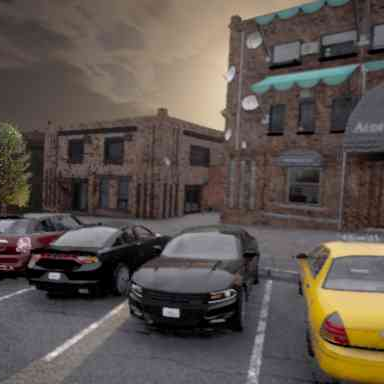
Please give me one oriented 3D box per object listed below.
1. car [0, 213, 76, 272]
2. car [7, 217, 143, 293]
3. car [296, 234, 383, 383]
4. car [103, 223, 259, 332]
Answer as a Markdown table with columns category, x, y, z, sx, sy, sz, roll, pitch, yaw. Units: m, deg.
| category | x | y | z | sx | sy | sz | roll | pitch | yaw |
| --- | --- | --- | --- | --- | --- | --- | --- | --- | --- |
| car | -4.432 | 1.438 | 10.555 | 2.185 | 1.767 | 4.553 | -1 | -1 | 15 |
| car | -2.027 | 1.528 | 8.877 | 2.097 | 1.535 | 5.008 | -1 | -1 | 15 |
| car | 2.808 | 1.477 | 5.661 | 1.946 | 1.575 | 5.366 | 0 | -1 | 15 |
| car | 0.370 | 1.501 | 7.190 | 2.097 | 1.535 | 5.008 | 0 | -1 | 15 |
